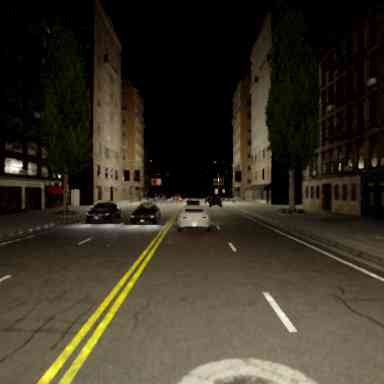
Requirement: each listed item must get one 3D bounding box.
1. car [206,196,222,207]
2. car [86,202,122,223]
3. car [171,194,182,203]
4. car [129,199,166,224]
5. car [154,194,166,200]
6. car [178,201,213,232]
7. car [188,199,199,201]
[{"bbox_3d":[3.426,1.473,49.491,1.837,1.490,4.892,0,0,0],"label":"car"},{"bbox_3d":[-6.559,1.506,25.206,1.812,1.442,4.674,0,0,0],"label":"car"},{"bbox_3d":[-3.143,1.220,67.130,2.097,1.767,4.553,0,0,0],"label":"car"},{"bbox_3d":[-3.312,1.530,24.767,2.033,1.411,5.357,0,0,0],"label":"car"},{"bbox_3d":[-6.393,1.105,67.136,2.097,1.767,4.553,0,0,0],"label":"car"},{"bbox_3d":[0.130,1.514,20.052,1.812,1.442,4.674,0,0,0],"label":"car"},{"bbox_3d":[0.174,1.568,46.985,1.895,1.301,4.718,0,0,0],"label":"car"}]
